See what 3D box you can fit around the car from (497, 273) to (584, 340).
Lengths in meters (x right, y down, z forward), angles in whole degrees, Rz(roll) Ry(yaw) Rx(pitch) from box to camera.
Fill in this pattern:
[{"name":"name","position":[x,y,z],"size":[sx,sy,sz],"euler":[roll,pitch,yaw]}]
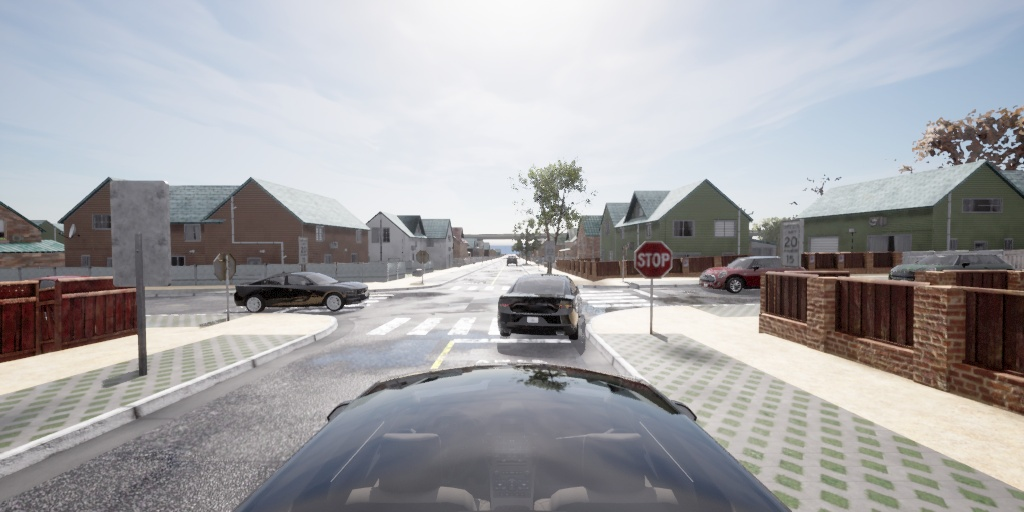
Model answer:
[{"name":"car","position":[0.960,1.225,10.134],"size":[1.882,1.535,5.008],"euler":[0,0,12]}]

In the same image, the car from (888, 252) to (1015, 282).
[{"name":"car","position":[21.707,0.646,17.809],"size":[4.553,1.767,2.097],"euler":[-1,2,0]}]

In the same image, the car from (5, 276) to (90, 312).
[{"name":"car","position":[-18.017,1.547,14.604],"size":[5.008,1.535,1.882],"euler":[-1,2,0]}]

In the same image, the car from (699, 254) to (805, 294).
[{"name":"car","position":[11.812,0.820,17.740],"size":[4.553,1.767,2.097],"euler":[-1,2,0]}]

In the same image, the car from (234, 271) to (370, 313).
[{"name":"car","position":[-8.464,1.377,14.664],"size":[5.008,1.535,1.882],"euler":[-1,2,0]}]
